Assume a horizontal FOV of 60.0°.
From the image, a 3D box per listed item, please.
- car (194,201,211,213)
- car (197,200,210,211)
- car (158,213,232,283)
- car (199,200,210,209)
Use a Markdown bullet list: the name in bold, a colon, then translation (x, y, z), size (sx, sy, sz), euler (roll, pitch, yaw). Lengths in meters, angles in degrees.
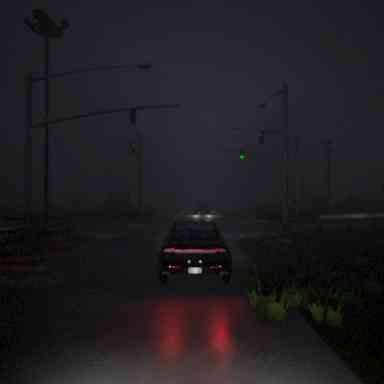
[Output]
- **car**: translation (1.349, 1.980, 41.054), size (1.812, 1.442, 4.674), euler (0, -1, 3)
- **car**: translation (1.805, 2.041, 50.263), size (1.882, 1.535, 5.008), euler (0, -1, 3)
- **car**: translation (0.082, 1.611, 10.023), size (2.128, 1.511, 4.902), euler (0, -1, 0)
- **car**: translation (2.320, 2.246, 60.204), size (1.994, 1.385, 4.181), euler (0, -1, 3)
